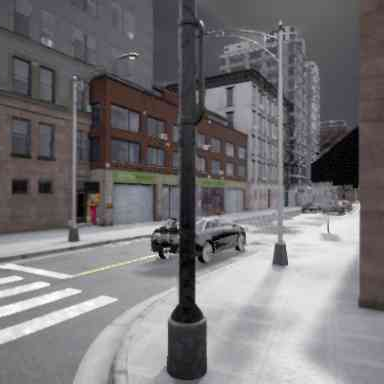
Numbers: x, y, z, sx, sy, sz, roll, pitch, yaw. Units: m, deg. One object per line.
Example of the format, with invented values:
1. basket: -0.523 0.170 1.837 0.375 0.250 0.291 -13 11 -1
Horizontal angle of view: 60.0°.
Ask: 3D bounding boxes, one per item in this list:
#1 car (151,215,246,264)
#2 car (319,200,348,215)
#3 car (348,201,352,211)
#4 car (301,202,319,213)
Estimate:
1. car: 0.456 1.602 12.506 2.128 1.511 4.902 0 -1 31
2. car: 17.193 1.763 40.290 2.097 1.767 4.553 0 -1 31
3. car: 22.288 2.003 48.895 2.128 1.511 4.902 0 -1 31
4. car: 16.042 1.993 44.322 2.033 1.411 5.357 0 -1 31
